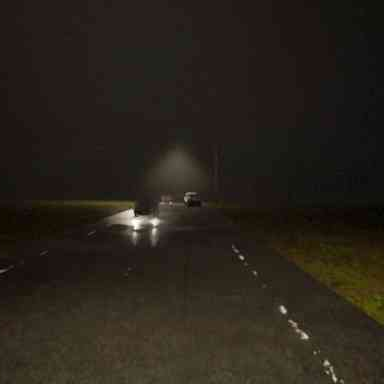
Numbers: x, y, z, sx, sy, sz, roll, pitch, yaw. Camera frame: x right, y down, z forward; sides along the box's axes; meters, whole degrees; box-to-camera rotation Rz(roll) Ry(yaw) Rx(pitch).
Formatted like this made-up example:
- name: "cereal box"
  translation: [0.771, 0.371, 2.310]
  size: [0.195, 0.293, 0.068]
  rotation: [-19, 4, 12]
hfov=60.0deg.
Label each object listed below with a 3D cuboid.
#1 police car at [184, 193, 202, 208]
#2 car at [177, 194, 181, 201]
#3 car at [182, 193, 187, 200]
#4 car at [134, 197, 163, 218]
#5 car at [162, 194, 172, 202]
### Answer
- name: "police car"
  translation: [0.267, 1.350, 45.533]
  size: [1.930, 1.638, 5.238]
  rotation: [0, 0, -2]
- name: "car"
  translation: [-2.341, 1.403, 80.166]
  size: [1.994, 1.385, 4.181]
  rotation: [0, 0, -3]
- name: "car"
  translation: [-0.096, 1.144, 55.472]
  size: [2.150, 2.045, 5.566]
  rotation: [0, 0, -2]
- name: "car"
  translation: [-3.944, 1.409, 29.454]
  size: [1.882, 1.535, 5.008]
  rotation: [0, 0, -1]
- name: "car"
  translation: [-5.350, 1.206, 70.818]
  size: [2.097, 1.767, 4.553]
  rotation: [0, 0, -3]
